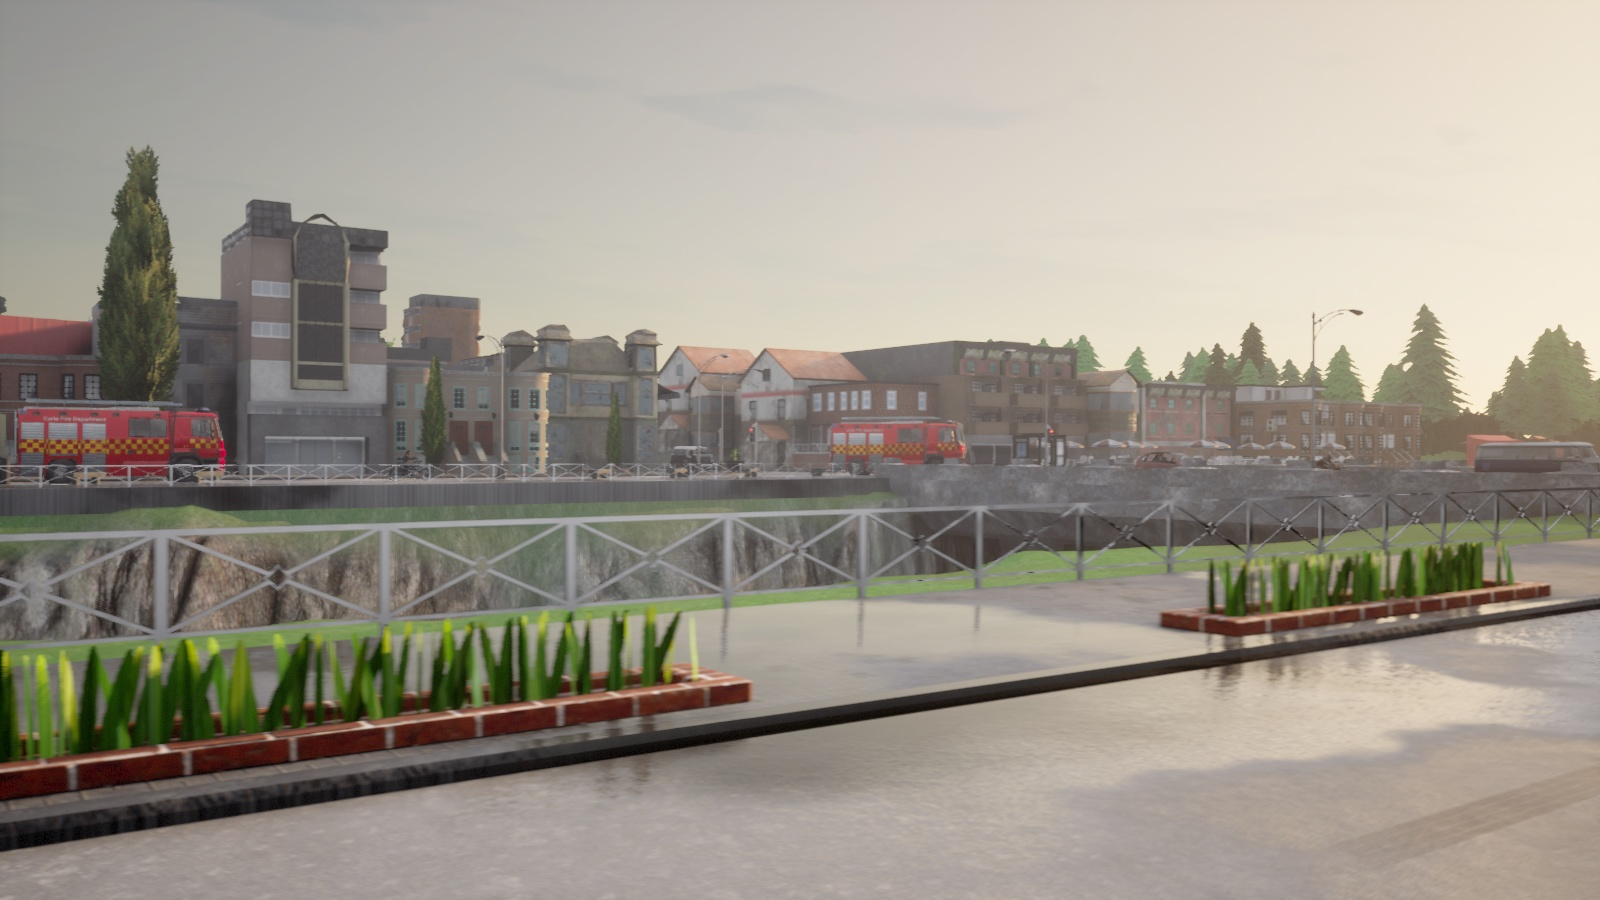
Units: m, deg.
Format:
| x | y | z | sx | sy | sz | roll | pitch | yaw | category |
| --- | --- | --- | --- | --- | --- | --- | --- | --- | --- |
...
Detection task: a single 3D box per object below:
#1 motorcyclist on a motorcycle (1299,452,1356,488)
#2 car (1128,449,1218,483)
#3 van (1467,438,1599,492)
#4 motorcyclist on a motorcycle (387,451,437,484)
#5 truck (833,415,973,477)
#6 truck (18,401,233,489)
| x | y | z | sx | sy | sz | roll | pitch | yaw | category |
| --- | --- | --- | --- | --- | --- | --- | --- | --- | --- |
| 23.276 | 0.867 | 55.466 | 0.866 | 1.530 | 2.191 | 0 | 0 | -35 | motorcyclist on a motorcycle |
| 18.474 | 0.756 | 62.358 | 1.851 | 1.617 | 3.988 | 0 | 0 | -35 | car |
| 28.317 | 0.556 | 48.232 | 1.775 | 1.987 | 4.442 | 0 | 0 | -35 | van |
| -20.208 | 0.898 | 65.398 | 2.350 | 1.649 | 0.766 | 0 | 0 | -35 | motorcyclist on a motorcycle |
| 6.526 | -0.239 | 79.535 | 8.468 | 3.827 | 2.891 | 0 | 0 | 16 | truck |
| -30.995 | -0.212 | 57.889 | 8.468 | 3.827 | 2.891 | 0 | 0 | -35 | truck |
